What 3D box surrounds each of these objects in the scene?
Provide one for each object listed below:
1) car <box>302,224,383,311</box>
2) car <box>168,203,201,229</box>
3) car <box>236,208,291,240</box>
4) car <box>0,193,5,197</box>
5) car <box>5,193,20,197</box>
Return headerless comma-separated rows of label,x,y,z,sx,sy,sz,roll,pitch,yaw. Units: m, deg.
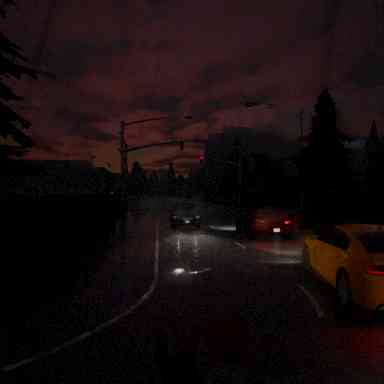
car,4.003,1.478,7.765,1.882,1.535,5.008,0,0,6
car,-0.527,1.504,22.116,2.128,1.511,4.902,0,0,-6
car,3.552,1.526,17.079,1.812,1.442,4.674,0,0,-5
car,-41.194,1.077,72.277,1.905,1.878,3.866,0,0,-5
car,-38.337,1.097,72.949,1.932,1.855,4.605,0,0,-5
